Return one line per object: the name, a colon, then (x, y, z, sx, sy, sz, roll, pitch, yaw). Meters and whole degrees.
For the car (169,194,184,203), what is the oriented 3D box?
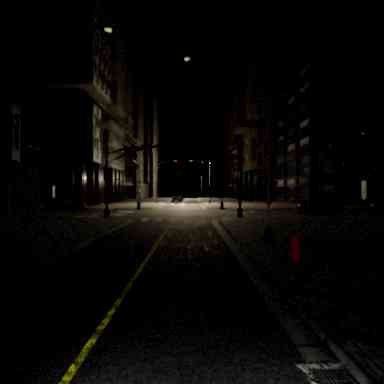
car: (-3.000, 1.504, 64.658, 1.994, 1.385, 4.181, 0, 0, 0)

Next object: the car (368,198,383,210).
car: (23.145, 1.355, 39.519, 4.097, 1.590, 1.967, 0, 0, 0)

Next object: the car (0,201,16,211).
car: (-20.619, 1.551, 39.784, 4.829, 1.417, 1.752, 0, 0, 0)

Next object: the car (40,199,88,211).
car: (-15.017, 1.536, 39.750, 4.829, 1.417, 1.752, 0, 0, 0)

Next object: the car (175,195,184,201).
car: (-3.000, 1.467, 80.409, 2.128, 1.511, 4.902, 0, 0, 0)

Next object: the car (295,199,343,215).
car: (11.894, 1.361, 31.062, 4.097, 1.590, 1.967, 0, 0, 0)
